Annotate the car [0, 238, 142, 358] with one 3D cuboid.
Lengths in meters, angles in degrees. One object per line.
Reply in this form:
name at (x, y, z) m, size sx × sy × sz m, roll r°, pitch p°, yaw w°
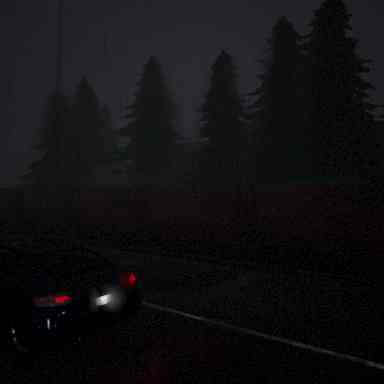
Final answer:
car at (-2.918, 1.563, 6.070) m, size 4.181 × 1.385 × 1.994 m, roll 0°, pitch 0°, yaw 35°
